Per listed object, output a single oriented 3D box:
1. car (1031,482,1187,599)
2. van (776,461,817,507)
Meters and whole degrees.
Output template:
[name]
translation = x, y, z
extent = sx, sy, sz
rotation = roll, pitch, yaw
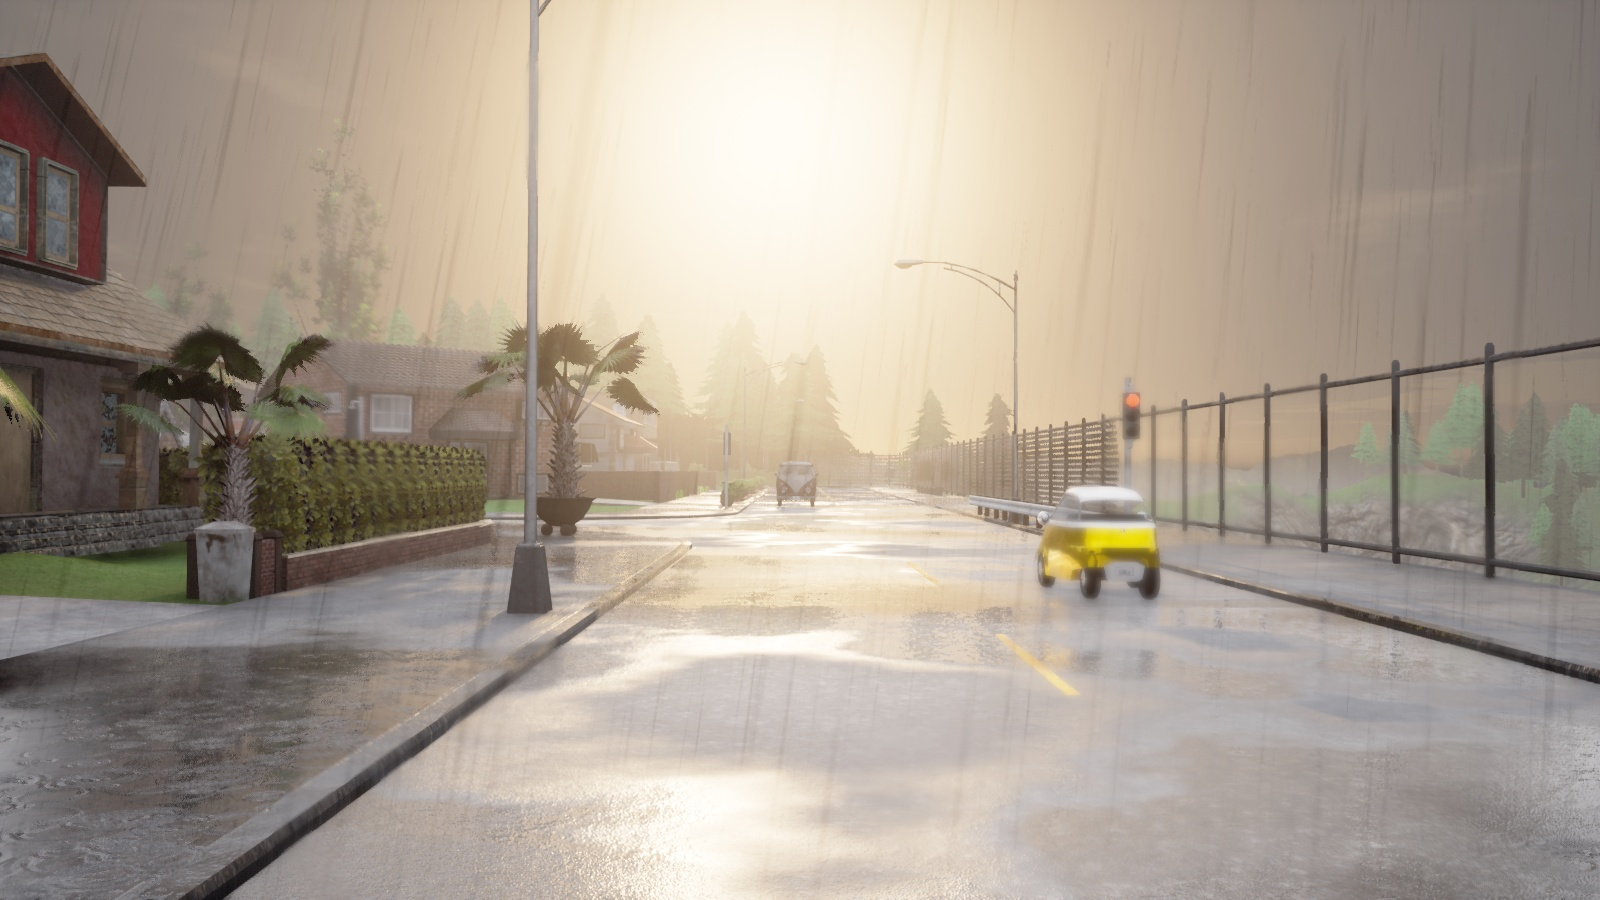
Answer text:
[car]
translation = 3.959, 1.128, 16.375
extent = 1.481, 1.376, 2.207
rotation = 0, -1, 0
[van]
translation = -0.157, 1.509, 56.159
extent = 1.775, 1.987, 4.442
rotation = 0, -1, 0
